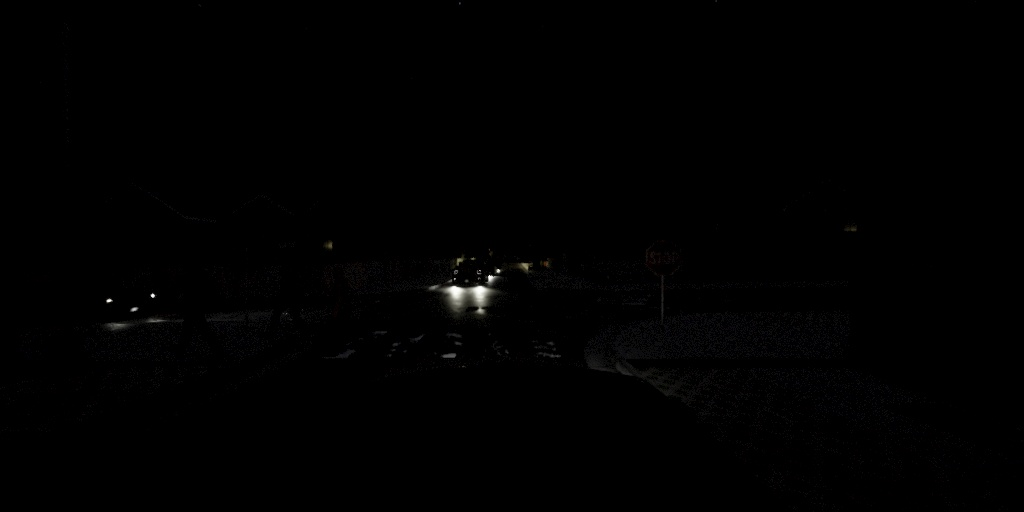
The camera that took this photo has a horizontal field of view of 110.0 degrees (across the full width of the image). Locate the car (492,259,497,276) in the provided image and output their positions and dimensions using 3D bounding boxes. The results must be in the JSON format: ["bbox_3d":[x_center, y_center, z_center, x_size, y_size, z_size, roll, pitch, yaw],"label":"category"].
[{"bbox_3d":[-2.837,1.270,36.513,1.994,1.385,4.181,0,0,0],"label":"car"}]

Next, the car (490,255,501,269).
[{"bbox_3d":[-2.803,0.903,54.051,2.150,2.045,5.566,0,0,1],"label":"car"}]

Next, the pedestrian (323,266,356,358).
[{"bbox_3d":[-3.365,1.038,6.987,0.375,1.860,0.375,0,0,0],"label":"pedestrian"}]

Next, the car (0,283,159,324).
[{"bbox_3d":[-15.355,1.581,12.458,4.718,1.301,1.895,-1,0,0],"label":"car"}]

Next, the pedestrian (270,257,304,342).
[{"bbox_3d":[-4.761,0.888,7.592,0.375,1.860,0.375,0,0,0],"label":"pedestrian"}]

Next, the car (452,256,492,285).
[{"bbox_3d":[-2.905,1.072,25.786,2.097,1.767,4.553,0,0,2],"label":"car"}]

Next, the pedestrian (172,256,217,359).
[{"bbox_3d":[-5.651,0.886,6.396,0.375,1.860,0.375,0,0,0],"label":"pedestrian"}]
